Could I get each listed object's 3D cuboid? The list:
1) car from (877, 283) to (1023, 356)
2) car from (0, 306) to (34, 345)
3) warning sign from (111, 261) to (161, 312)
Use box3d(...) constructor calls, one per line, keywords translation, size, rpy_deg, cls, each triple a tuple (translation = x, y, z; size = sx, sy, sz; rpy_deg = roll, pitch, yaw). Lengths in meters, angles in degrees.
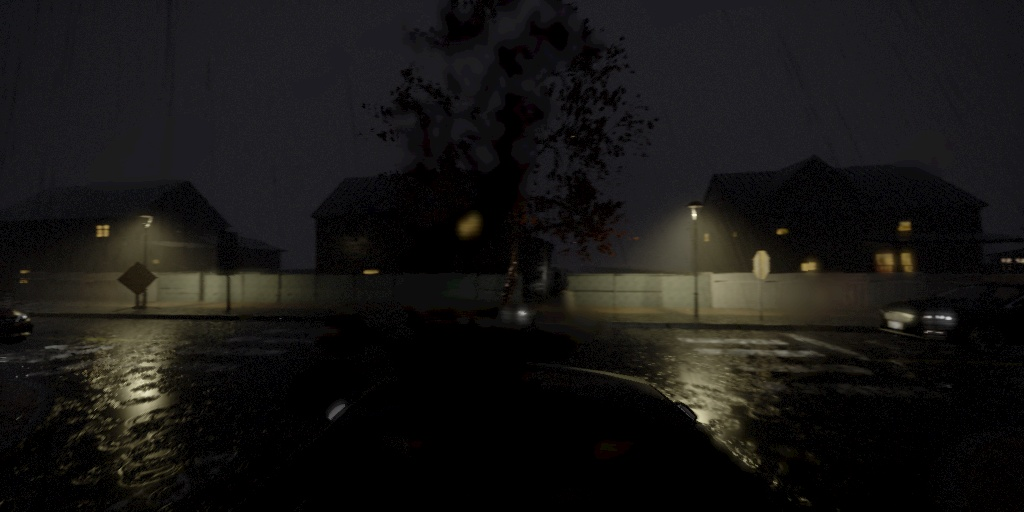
box3d(translation=(11.556, 1.374, 8.259), size=(4.902, 1.511, 2.128), rpy_deg=(0, -1, 7), cls="car")
box3d(translation=(-13.898, 1.432, 8.211), size=(4.674, 1.442, 1.812), rpy_deg=(0, -1, 7), cls="car")
box3d(translation=(-14.243, 1.134, 13.643), size=(1.060, 1.860, 1.300), rpy_deg=(0, 0, 7), cls="warning sign")
